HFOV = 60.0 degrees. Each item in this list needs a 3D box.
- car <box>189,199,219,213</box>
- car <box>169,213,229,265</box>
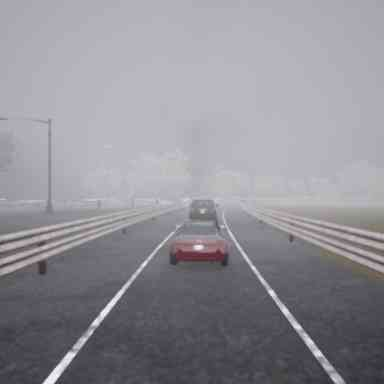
[{"bbox_3d":[0.944,1.531,26.138,2.150,2.045,5.566,0,0,4],"label":"car"},{"bbox_3d":[0.296,1.711,12.344,1.994,1.385,4.181,0,-1,3],"label":"car"}]
